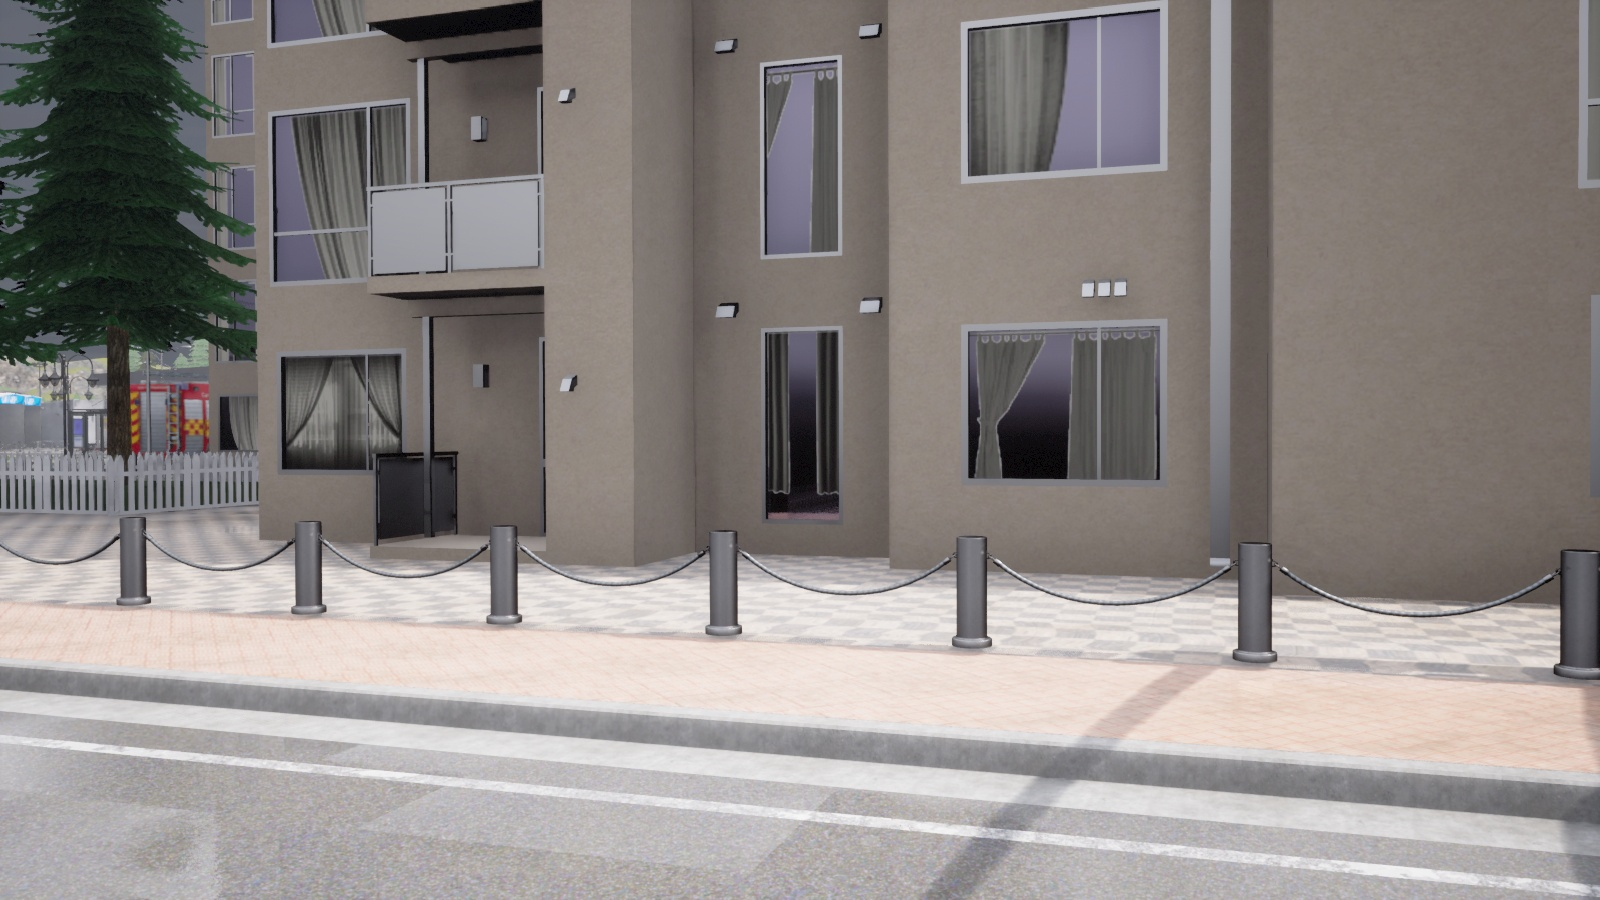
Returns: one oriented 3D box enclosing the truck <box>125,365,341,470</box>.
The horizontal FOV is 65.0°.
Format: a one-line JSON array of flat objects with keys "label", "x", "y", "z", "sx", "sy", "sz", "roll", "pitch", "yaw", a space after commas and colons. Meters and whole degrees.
[{"label": "truck", "x": -22.359, "y": -1.242, "z": 50.197, "sx": 2.891, "sy": 3.827, "sz": 8.468, "roll": 1, "pitch": 1, "yaw": 18}]
